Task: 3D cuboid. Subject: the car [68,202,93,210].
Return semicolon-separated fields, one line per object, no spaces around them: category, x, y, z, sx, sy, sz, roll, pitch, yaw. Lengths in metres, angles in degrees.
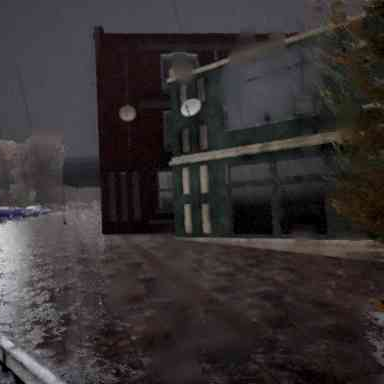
car;-26.400;3.305;78.677;5.566;2.045;2.435;-3;-2;-16

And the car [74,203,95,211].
car;-26.248;3.652;81.584;4.792;1.488;2.163;-3;-1;-16

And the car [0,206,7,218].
car;-21.837;2.114;33.937;2.435;2.045;5.566;-3;-1;-3

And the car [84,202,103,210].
car;-25.830;3.622;87.483;4.553;1.767;2.185;-3;-1;-16

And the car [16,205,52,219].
car;-18.153;2.272;39.010;1.812;1.442;4.674;-3;-1;1

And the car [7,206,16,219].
car;-21.808;2.445;39.928;2.097;1.535;5.008;-3;-1;2
